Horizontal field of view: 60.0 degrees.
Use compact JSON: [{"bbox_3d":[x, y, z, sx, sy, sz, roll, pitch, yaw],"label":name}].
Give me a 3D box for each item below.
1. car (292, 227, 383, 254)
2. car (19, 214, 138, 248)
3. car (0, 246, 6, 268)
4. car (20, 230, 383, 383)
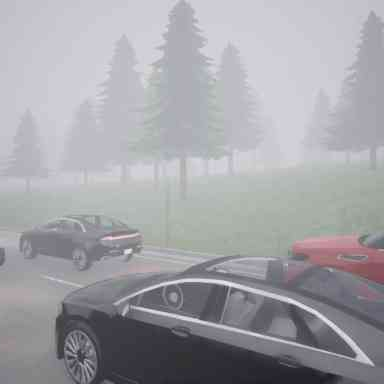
[{"bbox_3d":[4.248,1.221,5.261,5.566,2.045,2.150,0,0,36],"label":"car"},{"bbox_3d":[-3.798,1.492,10.971,4.902,1.511,2.128,0,0,36],"label":"car"},{"bbox_3d":[-7.085,1.601,9.027,4.718,1.301,1.895,0,0,36],"label":"car"},{"bbox_3d":[0.440,1.492,3.680,4.902,1.511,2.128,0,0,36],"label":"car"}]
